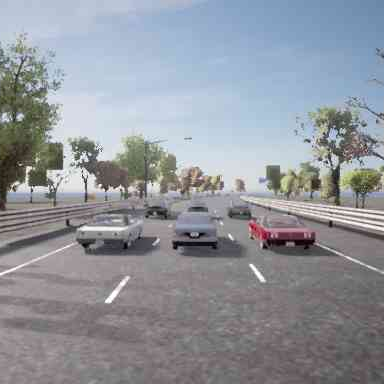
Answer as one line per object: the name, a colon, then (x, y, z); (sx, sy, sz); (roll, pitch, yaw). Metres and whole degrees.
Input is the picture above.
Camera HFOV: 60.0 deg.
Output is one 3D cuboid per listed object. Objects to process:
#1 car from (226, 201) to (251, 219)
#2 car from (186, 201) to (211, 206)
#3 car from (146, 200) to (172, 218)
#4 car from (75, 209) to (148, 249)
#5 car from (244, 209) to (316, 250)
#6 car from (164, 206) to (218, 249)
car: (4.060, 1.503, 29.170); (2.128, 1.511, 4.902); (0, 0, 2)
car: (0.563, 1.524, 29.303); (1.837, 1.490, 4.892); (0, 0, 2)
car: (-2.909, 1.499, 29.434); (1.837, 1.490, 4.892); (2, 0, 2)
car: (-3.352, 1.607, 14.508); (1.895, 1.301, 4.718); (1, 0, 1)
car: (3.640, 1.619, 14.373); (1.895, 1.301, 4.718); (0, 0, 1)
car: (0.140, 1.566, 14.409); (2.033, 1.411, 5.357); (0, 0, 1)
